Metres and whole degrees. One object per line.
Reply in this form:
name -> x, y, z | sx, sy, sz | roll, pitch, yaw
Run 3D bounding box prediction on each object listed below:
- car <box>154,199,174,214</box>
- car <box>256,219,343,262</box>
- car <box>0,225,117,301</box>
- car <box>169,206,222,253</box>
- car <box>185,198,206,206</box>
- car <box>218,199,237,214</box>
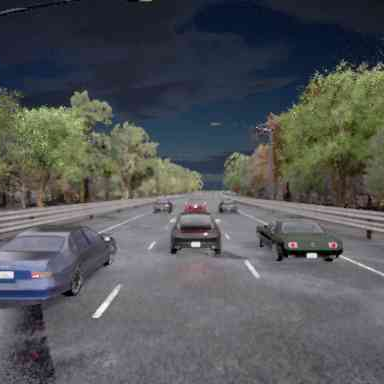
car -> -3.076, 1.563, 37.063 | 2.128, 1.511, 4.902 | 0, 0, 1
car -> 3.633, 1.632, 12.226 | 1.895, 1.301, 4.718 | 0, 0, 0
car -> -3.388, 1.565, 8.584 | 2.033, 1.411, 5.357 | 0, 0, 0
car -> 0.145, 1.537, 13.774 | 1.837, 1.490, 4.892 | 0, 0, 0
car -> 0.370, 1.419, 33.727 | 2.097, 1.767, 4.553 | 0, 0, 1
car -> 3.927, 1.568, 37.136 | 2.128, 1.511, 4.902 | 0, 0, 1
